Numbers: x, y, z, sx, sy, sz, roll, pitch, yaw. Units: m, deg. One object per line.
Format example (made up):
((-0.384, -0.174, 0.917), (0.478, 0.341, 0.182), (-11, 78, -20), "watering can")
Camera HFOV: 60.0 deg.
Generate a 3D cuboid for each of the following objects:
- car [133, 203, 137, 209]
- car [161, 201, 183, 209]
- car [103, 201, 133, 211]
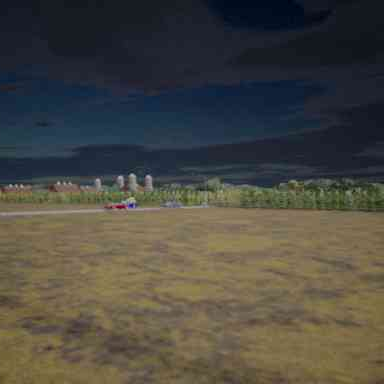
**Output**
((-12.499, 2.435, 62.040), (1.882, 1.535, 5.008), (0, -1, 36), "car")
((-4.136, 2.603, 68.964), (2.033, 1.411, 5.357), (0, -1, 36), "car")
((-12.833, 2.477, 56.781), (1.895, 1.301, 4.718), (0, -1, 36), "car")
